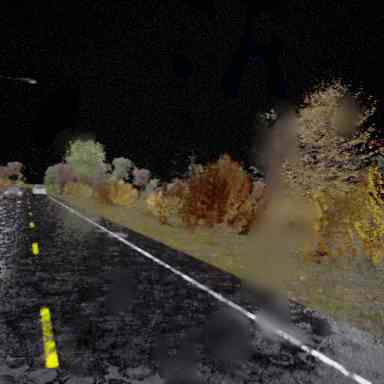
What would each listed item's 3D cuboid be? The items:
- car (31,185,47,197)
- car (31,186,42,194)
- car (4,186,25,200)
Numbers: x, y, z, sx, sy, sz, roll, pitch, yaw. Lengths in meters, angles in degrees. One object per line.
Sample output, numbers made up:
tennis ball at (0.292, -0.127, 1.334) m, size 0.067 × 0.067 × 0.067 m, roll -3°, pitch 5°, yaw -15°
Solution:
car at (-27.408, -0.201, 59.924) m, size 2.150 × 2.045 × 5.566 m, roll 3°, pitch 0°, yaw -27°
car at (-36.643, -0.527, 78.211) m, size 2.097 × 1.767 × 4.553 m, roll 3°, pitch 0°, yaw -27°
car at (-23.923, 0.080, 44.729) m, size 2.097 × 1.767 × 4.553 m, roll 3°, pitch 0°, yaw -26°
